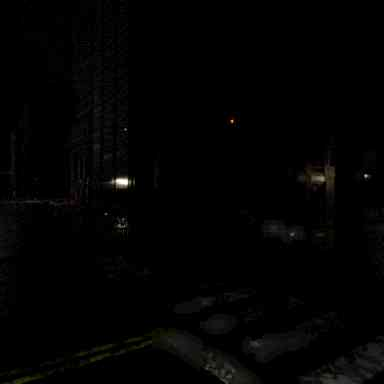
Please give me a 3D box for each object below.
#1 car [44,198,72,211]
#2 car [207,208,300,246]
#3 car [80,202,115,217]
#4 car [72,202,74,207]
[{"bbox_3d":[-18.258,1.725,45.191,1.812,1.442,4.674,1,0,-35],"label":"car"},{"bbox_3d":[2.719,1.512,15.658,2.128,1.511,4.902,0,0,-36],"label":"car"},{"bbox_3d":[-9.396,1.676,32.657,2.033,1.411,5.357,1,-1,-35],"label":"car"},{"bbox_3d":[-20.759,1.790,54.206,1.812,1.442,4.674,1,-1,-35],"label":"car"}]
